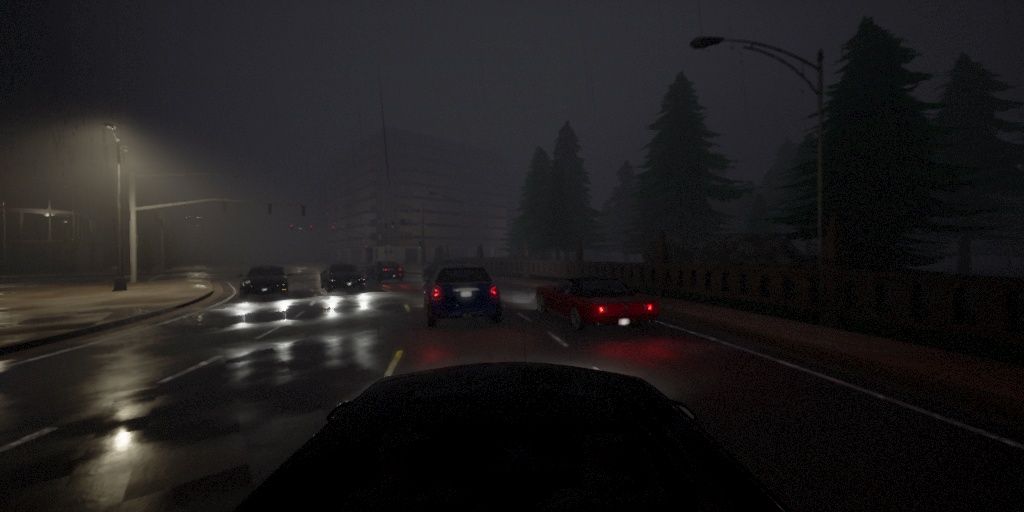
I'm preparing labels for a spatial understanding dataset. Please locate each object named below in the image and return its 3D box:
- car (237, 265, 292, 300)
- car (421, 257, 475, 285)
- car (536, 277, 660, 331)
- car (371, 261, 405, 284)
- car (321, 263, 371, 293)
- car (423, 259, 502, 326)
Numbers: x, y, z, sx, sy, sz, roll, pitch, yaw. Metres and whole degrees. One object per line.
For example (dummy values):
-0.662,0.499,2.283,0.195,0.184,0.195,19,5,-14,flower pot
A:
-12.065,1.219,17.665,1.837,1.490,4.892,0,0,-33,car
-4.631,0.963,25.434,2.097,1.767,4.553,-1,1,-34,car
2.187,1.273,10.749,1.895,1.301,4.718,0,0,-13,car
-9.425,1.127,26.179,2.128,1.511,4.902,-1,0,-37,car
-9.621,1.185,20.309,1.837,1.490,4.892,0,0,-33,car
-1.785,1.042,11.767,2.097,1.767,4.553,-1,0,-15,car
